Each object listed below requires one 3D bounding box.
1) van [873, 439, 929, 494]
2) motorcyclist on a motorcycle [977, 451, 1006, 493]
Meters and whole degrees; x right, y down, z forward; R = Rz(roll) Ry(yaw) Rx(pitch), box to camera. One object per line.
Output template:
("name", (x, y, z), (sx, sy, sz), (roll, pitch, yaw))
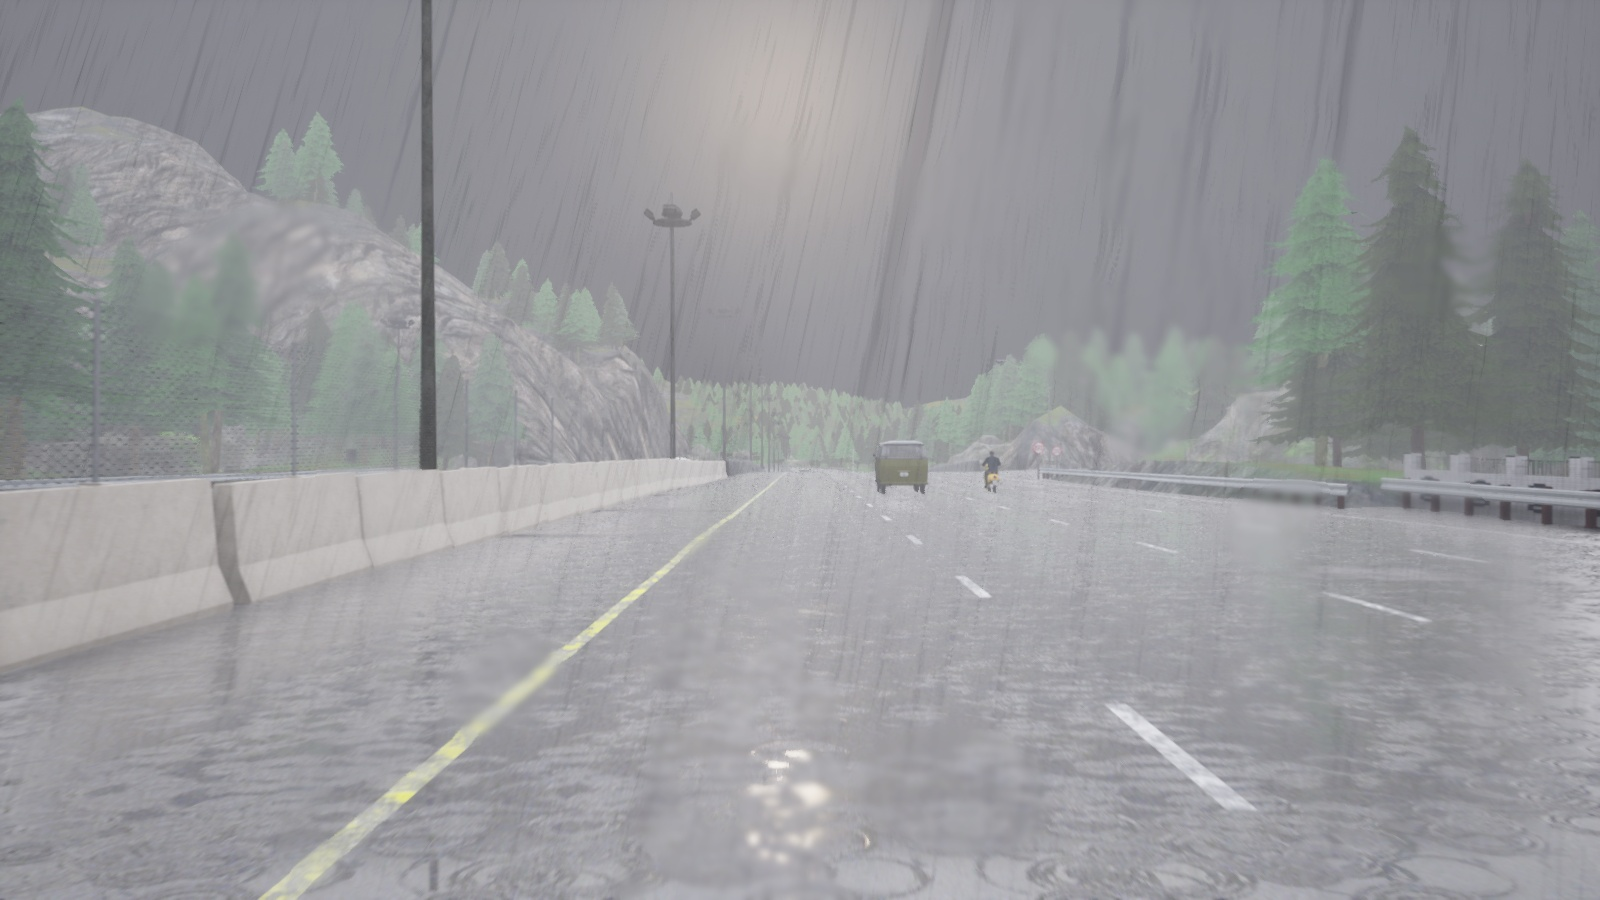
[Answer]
("van", (3.786, 0.624, 47.648), (1.775, 1.987, 4.442), (0, 0, 0))
("motorcyclist on a motorcycle", (7.287, 0.828, 47.829), (0.866, 1.590, 1.817), (0, 0, 0))
